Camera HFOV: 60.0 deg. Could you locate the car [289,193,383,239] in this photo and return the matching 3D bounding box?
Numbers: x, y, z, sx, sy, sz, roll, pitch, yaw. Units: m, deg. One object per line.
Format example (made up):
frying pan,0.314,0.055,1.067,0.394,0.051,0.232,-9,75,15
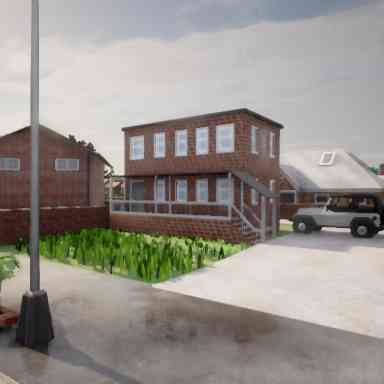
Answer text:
car,6.274,0.970,14.176,3.866,1.878,1.905,0,0,36
